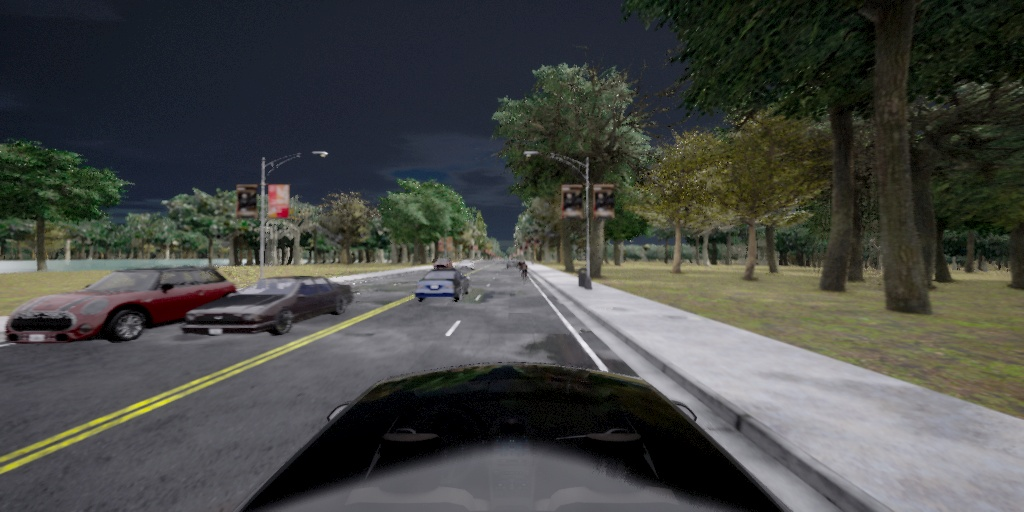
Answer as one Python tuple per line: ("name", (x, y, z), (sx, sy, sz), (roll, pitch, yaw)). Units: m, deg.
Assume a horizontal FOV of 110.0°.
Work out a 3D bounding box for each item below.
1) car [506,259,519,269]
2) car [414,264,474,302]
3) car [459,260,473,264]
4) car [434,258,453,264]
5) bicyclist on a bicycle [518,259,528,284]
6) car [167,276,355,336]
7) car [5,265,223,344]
("car", (0.067, 1.237, 58.043), (2.128, 1.511, 4.902), (0, 0, 0))
("car", (-3.148, 1.300, 17.082), (2.033, 1.411, 5.357), (0, 0, 0))
("car", (-6.559, 1.273, 51.563), (1.812, 1.442, 4.674), (0, 0, 0))
("car", (-9.809, 1.099, 51.277), (2.097, 1.767, 4.553), (0, 0, 0))
("bicyclist on a bicycle", (0.899, 1.205, 25.365), (0.582, 1.620, 1.656), (0, 0, 0))
("car", (-6.597, 1.299, 10.649), (2.033, 1.411, 5.357), (0, 0, 0))
("car", (-9.847, 1.104, 9.672), (2.097, 1.767, 4.553), (0, 0, 0))
